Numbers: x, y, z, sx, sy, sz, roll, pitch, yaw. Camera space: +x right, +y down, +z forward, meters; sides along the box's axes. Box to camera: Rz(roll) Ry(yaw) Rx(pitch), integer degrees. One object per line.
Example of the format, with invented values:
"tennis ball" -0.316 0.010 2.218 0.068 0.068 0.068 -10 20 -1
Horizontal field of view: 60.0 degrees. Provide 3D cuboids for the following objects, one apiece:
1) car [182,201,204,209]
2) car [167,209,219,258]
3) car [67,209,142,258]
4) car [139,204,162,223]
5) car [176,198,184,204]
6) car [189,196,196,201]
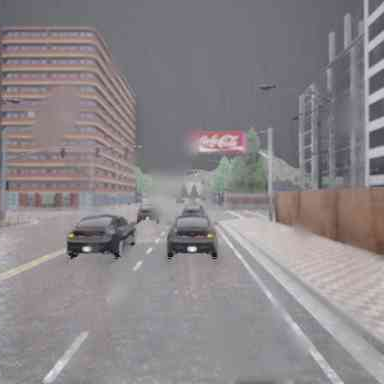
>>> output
"car" 0.273 1.817 28.455 1.837 1.490 4.892 0 0 6
"car" 0.025 1.655 13.487 1.837 1.490 4.892 0 0 0
"car" -3.475 1.655 13.491 1.837 1.490 4.892 0 0 0
"car" -3.695 1.817 28.459 1.837 1.490 4.892 0 0 -5
"car" -3.443 2.480 91.853 1.837 1.490 4.892 0 -1 0
"car" 0.058 2.575 91.887 1.895 1.301 4.718 0 -1 0
